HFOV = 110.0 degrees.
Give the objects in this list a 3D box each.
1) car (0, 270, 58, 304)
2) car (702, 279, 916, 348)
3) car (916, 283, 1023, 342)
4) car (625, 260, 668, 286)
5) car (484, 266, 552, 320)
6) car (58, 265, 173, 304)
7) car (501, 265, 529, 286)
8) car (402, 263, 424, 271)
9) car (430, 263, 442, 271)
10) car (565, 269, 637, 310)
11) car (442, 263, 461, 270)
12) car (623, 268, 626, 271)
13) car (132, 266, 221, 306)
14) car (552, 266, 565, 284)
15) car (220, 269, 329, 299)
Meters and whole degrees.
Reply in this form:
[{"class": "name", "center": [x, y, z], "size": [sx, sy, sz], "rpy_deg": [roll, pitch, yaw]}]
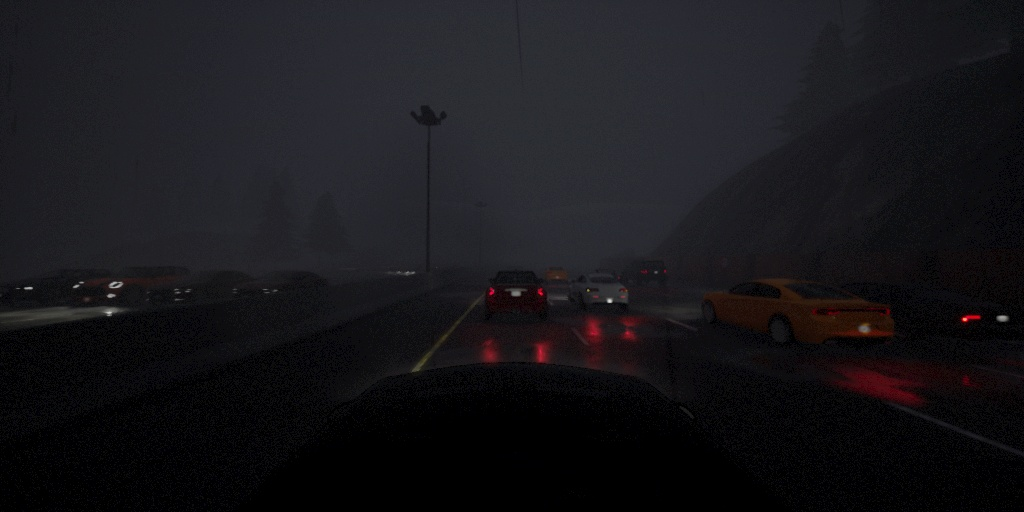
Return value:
[{"class": "car", "center": [-21.034, 1.369, 17.142], "size": [2.128, 1.511, 4.902], "rpy_deg": [0, -1, 0]}, {"class": "car", "center": [7.122, 1.345, 9.707], "size": [1.882, 1.535, 5.008], "rpy_deg": [0, -1, 0]}, {"class": "car", "center": [10.628, 1.432, 10.266], "size": [2.033, 1.411, 5.357], "rpy_deg": [0, -1, 0]}, {"class": "car", "center": [10.727, 1.338, 29.333], "size": [2.150, 2.045, 5.566], "rpy_deg": [0, -1, 0]}, {"class": "car", "center": [0.144, 1.246, 13.552], "size": [2.097, 1.767, 4.553], "rpy_deg": [0, -1, 0]}, {"class": "car", "center": [-17.534, 1.238, 17.049], "size": [2.097, 1.767, 4.553], "rpy_deg": [0, -1, 0]}, {"class": "car", "center": [0.230, 1.590, 30.298], "size": [2.128, 1.511, 4.902], "rpy_deg": [0, -1, 0]}, {"class": "car", "center": [-16.981, 1.945, 63.147], "size": [2.128, 1.511, 4.902], "rpy_deg": [0, -1, 3]}, {"class": "car", "center": [-13.490, 1.960, 63.017], "size": [1.837, 1.490, 4.892], "rpy_deg": [0, -1, 2]}, {"class": "car", "center": [3.656, 1.456, 15.660], "size": [1.812, 1.442, 4.674], "rpy_deg": [0, -1, 0]}, {"class": "car", "center": [-10.086, 1.931, 61.919], "size": [1.882, 1.535, 5.008], "rpy_deg": [0, -1, 3]}, {"class": "car", "center": [7.222, 1.700, 28.689], "size": [1.895, 1.301, 4.718], "rpy_deg": [0, -1, 0]}, {"class": "car", "center": [-14.037, 1.370, 16.735], "size": [1.882, 1.535, 5.008], "rpy_deg": [0, -1, 0]}, {"class": "car", "center": [3.738, 1.605, 31.850], "size": [1.882, 1.535, 5.008], "rpy_deg": [0, -1, 0]}, {"class": "car", "center": [-10.538, 1.380, 16.748], "size": [1.882, 1.535, 5.008], "rpy_deg": [0, -1, 0]}]
